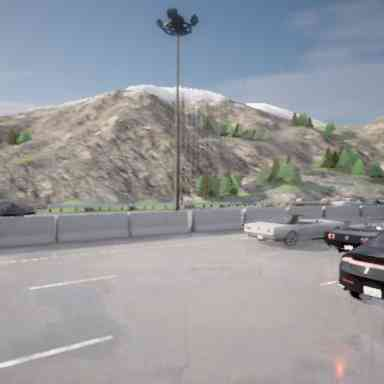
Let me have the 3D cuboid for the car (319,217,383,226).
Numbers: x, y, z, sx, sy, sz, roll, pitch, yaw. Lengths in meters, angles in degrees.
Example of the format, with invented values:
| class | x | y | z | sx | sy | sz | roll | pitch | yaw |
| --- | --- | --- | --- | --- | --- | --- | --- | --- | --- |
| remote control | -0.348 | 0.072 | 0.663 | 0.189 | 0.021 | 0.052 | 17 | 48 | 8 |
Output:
| class | x | y | z | sx | sy | sz | roll | pitch | yaw |
| --- | --- | --- | --- | --- | --- | --- | --- | --- | --- |
| car | 7.173 | 1.595 | 12.314 | 4.718 | 1.301 | 1.895 | 0 | 0 | -30 |

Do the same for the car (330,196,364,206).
| class | x | y | z | sx | sy | sz | roll | pitch | yaw |
| --- | --- | --- | --- | --- | --- | --- | --- | --- | --- |
| car | 19.572 | 1.499 | 41.818 | 4.674 | 1.442 | 1.812 | 0 | 0 | -22 |

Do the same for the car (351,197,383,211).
| class | x | y | z | sx | sy | sz | roll | pitch | yaw |
| --- | --- | --- | --- | --- | --- | --- | --- | --- | --- |
| car | 21.123 | 1.546 | 38.662 | 4.181 | 1.385 | 1.994 | 0 | 0 | -21 |

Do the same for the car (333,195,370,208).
| class | x | y | z | sx | sy | sz | roll | pitch | yaw |
| --- | --- | --- | --- | --- | --- | --- | --- | --- | --- |
| car | 22.383 | 1.324 | 46.625 | 4.553 | 1.767 | 2.097 | 0 | 0 | -20 |

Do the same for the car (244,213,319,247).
| class | x | y | z | sx | sy | sz | roll | pitch | yaw |
| --- | --- | --- | --- | --- | --- | --- | --- | --- | --- |
| car | 4.746 | 1.586 | 14.940 | 4.718 | 1.301 | 1.895 | 0 | 0 | -31 |

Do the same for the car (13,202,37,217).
| class | x | y | z | sx | sy | sz | roll | pitch | yaw |
| --- | --- | --- | --- | --- | --- | --- | --- | --- | --- |
| car | -15.662 | 1.472 | 27.092 | 5.357 | 1.411 | 2.033 | 0 | 0 | -34 |

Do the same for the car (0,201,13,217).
| class | x | y | z | sx | sy | sz | roll | pitch | yaw |
| --- | --- | --- | --- | --- | --- | --- | --- | --- | --- |
| car | -15.410 | 1.423 | 22.954 | 4.902 | 1.511 | 2.128 | 0 | 0 | -35 |

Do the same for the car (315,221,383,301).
| class | x | y | z | sx | sy | sz | roll | pitch | yaw |
| --- | --- | --- | --- | --- | --- | --- | --- | --- | --- |
| car | 5.124 | 1.490 | 6.969 | 4.902 | 1.511 | 2.128 | 0 | 0 | -32 |
